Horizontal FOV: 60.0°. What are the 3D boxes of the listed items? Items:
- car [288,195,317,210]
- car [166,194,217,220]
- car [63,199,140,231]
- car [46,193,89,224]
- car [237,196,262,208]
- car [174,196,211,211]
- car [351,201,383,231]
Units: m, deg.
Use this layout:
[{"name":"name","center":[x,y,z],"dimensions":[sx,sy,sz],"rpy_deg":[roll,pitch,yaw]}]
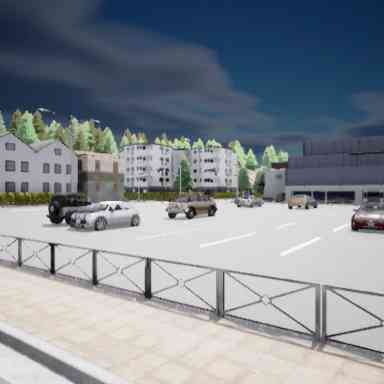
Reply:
[{"name":"car","center":[12.654,1.114,37.915],"dimensions":[2.152,1.636,5.027],"rpy_deg":[0,0,35]},{"name":"car","center":[0.078,1.057,25.510],"dimensions":[1.932,1.855,4.605],"rpy_deg":[0,0,35]},{"name":"car","center":[-4.774,1.319,18.556],"dimensions":[1.970,1.475,3.806],"rpy_deg":[0,0,35]},{"name":"car","center":[-7.140,1.036,20.970],"dimensions":[1.905,1.878,3.866],"rpy_deg":[0,0,35]},{"name":"car","center":[7.222,1.194,41.346],"dimensions":[1.970,1.475,3.806],"rpy_deg":[0,0,35]},{"name":"car","center":[0.168,1.260,37.692],"dimensions":[2.007,1.523,4.514],"rpy_deg":[0,0,35]},{"name":"car","center":[9.852,1.255,17.755],"dimensions":[2.007,1.523,4.514],"rpy_deg":[0,0,35]}]
